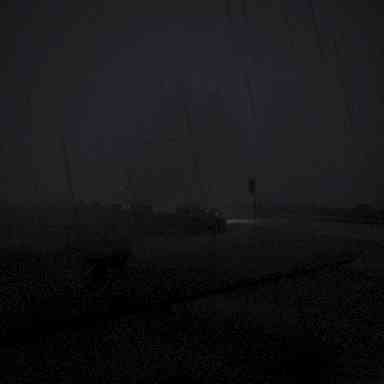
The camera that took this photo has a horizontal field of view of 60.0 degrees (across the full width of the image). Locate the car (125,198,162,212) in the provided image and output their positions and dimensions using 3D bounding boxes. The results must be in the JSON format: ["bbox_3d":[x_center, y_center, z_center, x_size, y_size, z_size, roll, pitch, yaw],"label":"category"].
[{"bbox_3d":[-5.192,1.516,37.338,2.128,1.511,4.902,0,0,-35],"label":"car"}]

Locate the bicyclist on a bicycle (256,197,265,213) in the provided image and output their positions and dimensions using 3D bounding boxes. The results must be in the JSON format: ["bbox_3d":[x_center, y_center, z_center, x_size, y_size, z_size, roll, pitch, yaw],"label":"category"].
[{"bbox_3d":[7.012,1.385,34.675,1.656,1.620,0.582,0,0,-35],"label":"bicyclist on a bicycle"}]

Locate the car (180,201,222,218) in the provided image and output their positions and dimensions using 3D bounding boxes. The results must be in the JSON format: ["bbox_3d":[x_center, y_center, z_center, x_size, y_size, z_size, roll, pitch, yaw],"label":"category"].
[{"bbox_3d":[0.636,1.550,29.185,1.812,1.442,4.674,0,0,-36],"label":"car"}]

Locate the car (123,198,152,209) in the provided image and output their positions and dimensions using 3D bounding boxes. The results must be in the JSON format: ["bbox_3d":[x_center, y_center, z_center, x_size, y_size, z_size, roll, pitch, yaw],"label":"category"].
[{"bbox_3d":[-8.063,1.578,48.440,2.033,1.411,5.357,0,0,-35],"label":"car"}]

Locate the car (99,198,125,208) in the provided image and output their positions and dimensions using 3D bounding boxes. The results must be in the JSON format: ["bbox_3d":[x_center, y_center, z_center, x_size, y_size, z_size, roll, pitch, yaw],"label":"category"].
[{"bbox_3d":[-11.124,1.502,45.703,1.882,1.535,5.008,0,0,-35],"label":"car"}]
